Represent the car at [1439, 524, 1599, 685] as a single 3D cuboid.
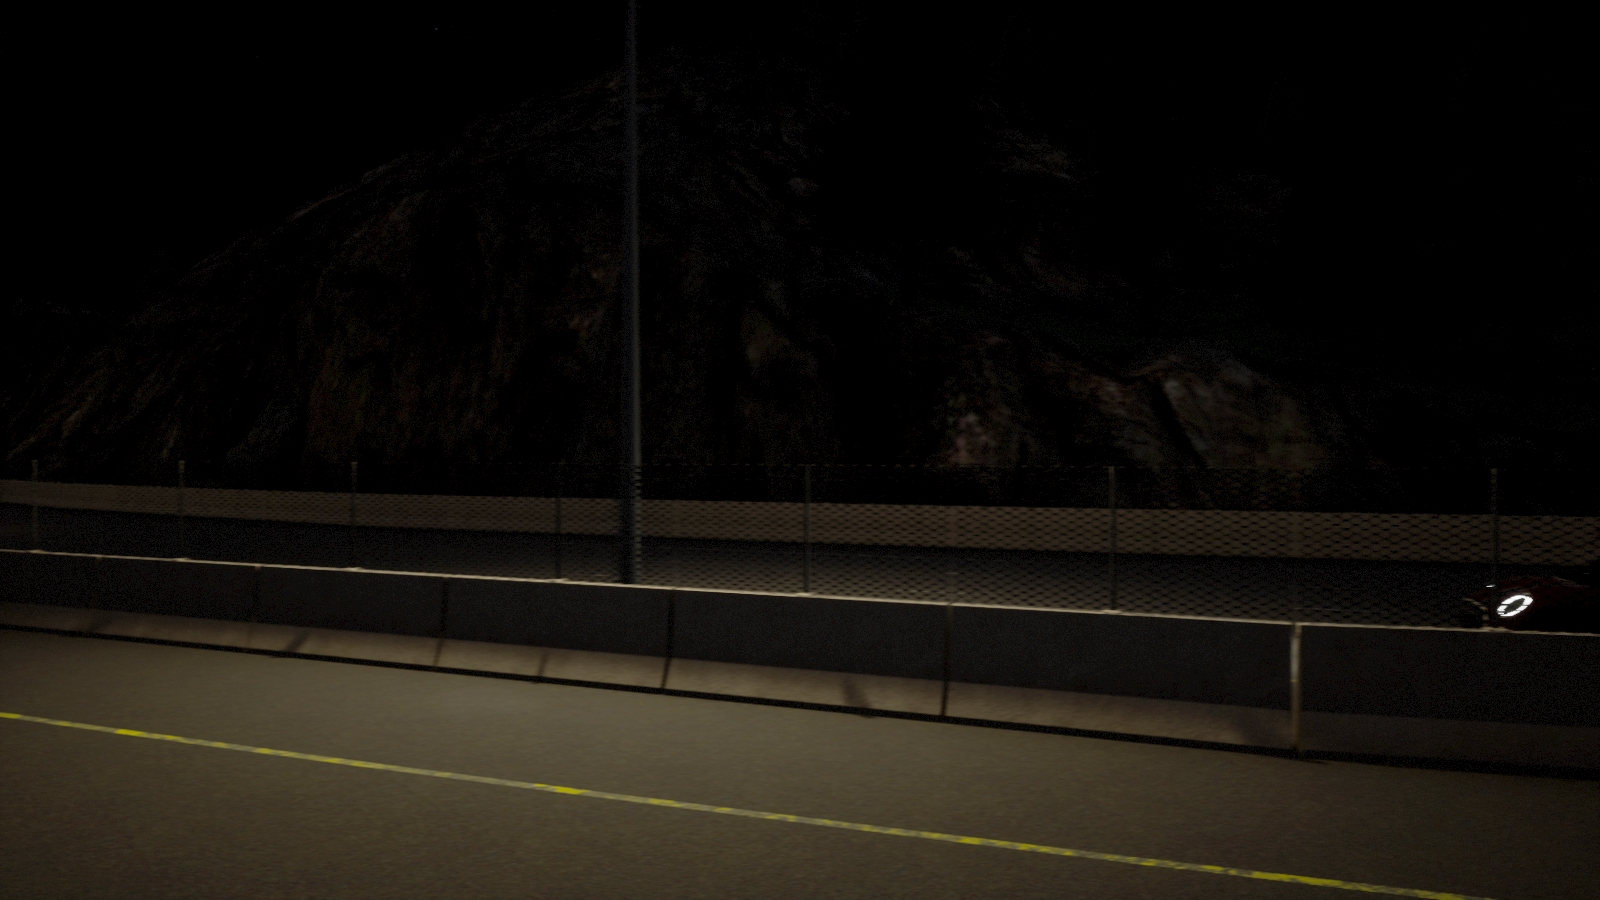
[{"bbox_3d":[10.792,1.918,14.306,4.553,1.767,2.097,0,0,18],"label":"car"}]
